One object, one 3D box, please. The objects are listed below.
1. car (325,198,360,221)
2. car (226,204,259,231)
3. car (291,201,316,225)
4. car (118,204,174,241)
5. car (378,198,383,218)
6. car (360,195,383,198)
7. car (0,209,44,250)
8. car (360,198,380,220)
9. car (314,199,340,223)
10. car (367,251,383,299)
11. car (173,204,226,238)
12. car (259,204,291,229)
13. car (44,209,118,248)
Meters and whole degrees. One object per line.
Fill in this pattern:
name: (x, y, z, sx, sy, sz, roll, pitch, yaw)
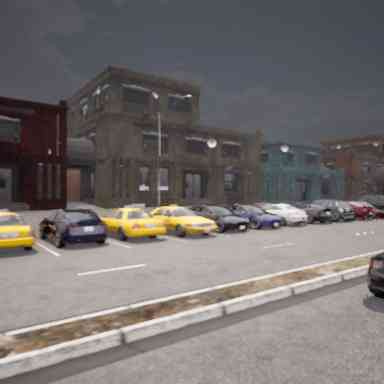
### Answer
car: (10.242, 1.364, 26.266, 2.185, 1.767, 4.553, 0, 0, -36)
car: (1.313, 1.503, 19.792, 2.163, 1.488, 4.792, 0, 0, -36)
car: (5.731, 1.519, 23.030, 2.002, 1.452, 4.674, 0, 0, -36)
car: (-3.281, 1.469, 16.724, 1.946, 1.575, 5.366, 0, 0, -36)
car: (14.703, 1.535, 29.504, 2.163, 1.488, 4.792, 0, 0, -36)
car: (16.903, 1.264, 31.171, 2.435, 2.045, 5.566, 0, 0, -36)
car: (-7.739, 1.473, 13.477, 1.946, 1.575, 5.366, 0, 0, -36)
car: (12.458, 1.497, 27.906, 2.097, 1.535, 5.008, 0, 0, -36)
car: (7.974, 1.513, 24.696, 2.163, 1.488, 4.792, 0, 0, -36)
car: (5.551, 1.524, 7.153, 4.674, 1.442, 1.812, 0, 0, -36)
car: (-0.827, 1.469, 18.047, 1.946, 1.575, 5.366, 0, 0, -36)
car: (3.544, 1.505, 21.410, 2.163, 1.488, 4.792, 0, 0, -36)
car: (-5.417, 1.503, 14.975, 2.163, 1.488, 4.792, 0, 0, -36)
